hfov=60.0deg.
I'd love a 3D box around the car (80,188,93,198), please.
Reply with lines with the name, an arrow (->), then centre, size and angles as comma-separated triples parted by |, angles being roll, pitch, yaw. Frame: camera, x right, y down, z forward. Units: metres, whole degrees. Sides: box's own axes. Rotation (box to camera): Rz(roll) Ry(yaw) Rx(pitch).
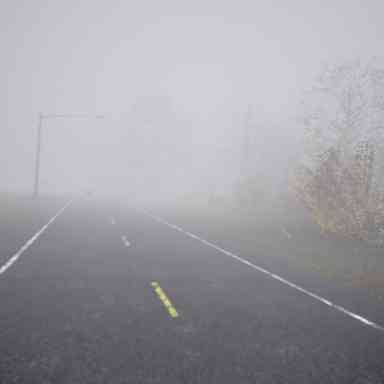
car -> -18.228, 0.107, 57.444 | 1.837, 1.490, 4.892 | 4, 0, -17
